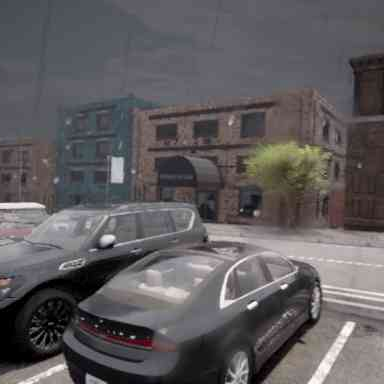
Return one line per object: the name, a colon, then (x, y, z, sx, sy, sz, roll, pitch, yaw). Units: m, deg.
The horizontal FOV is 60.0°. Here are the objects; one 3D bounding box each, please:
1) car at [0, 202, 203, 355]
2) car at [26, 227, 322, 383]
car: (-1.780, 1.268, 6.632, 2.435, 2.045, 5.566, -1, 0, 35)
car: (0.519, 1.496, 5.021, 2.231, 1.521, 4.892, -1, 0, 35)
